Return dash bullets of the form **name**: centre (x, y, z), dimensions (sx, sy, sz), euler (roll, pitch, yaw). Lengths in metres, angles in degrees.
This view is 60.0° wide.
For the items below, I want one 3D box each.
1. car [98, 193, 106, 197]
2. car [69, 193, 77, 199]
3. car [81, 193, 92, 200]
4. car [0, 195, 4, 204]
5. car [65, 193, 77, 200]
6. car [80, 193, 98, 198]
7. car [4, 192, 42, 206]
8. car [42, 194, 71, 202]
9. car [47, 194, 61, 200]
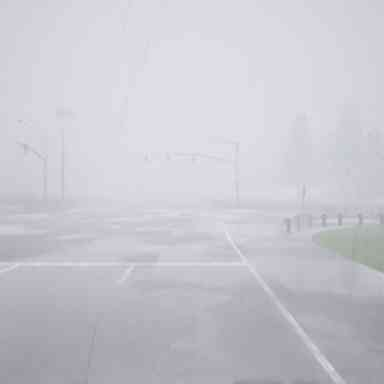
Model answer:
- **car**: centre (-22.497, 1.050, 82.810), dimensions (1.882, 1.535, 5.008), euler (0, 0, -10)
- **car**: centre (-24.686, 1.190, 65.883), dimensions (2.128, 1.511, 4.902), euler (0, 0, 0)
- **car**: centre (-25.760, 1.058, 81.314), dimensions (1.882, 1.535, 5.008), euler (0, 0, -10)
- **car**: centre (-28.219, 1.252, 48.191), dimensions (2.128, 1.511, 4.902), euler (0, 0, 0)
- **car**: centre (-29.131, 1.087, 80.177), dimensions (1.837, 1.490, 4.892), euler (0, 0, -7)
- **car**: centre (-21.191, 1.198, 67.129), dimensions (2.033, 1.411, 5.357), euler (0, 0, 0)
- **car**: centre (-24.723, 0.977, 48.935), dimensions (2.150, 2.045, 5.566), euler (0, 0, 0)
- **car**: centre (-21.224, 1.339, 52.446), dimensions (1.895, 1.301, 4.718), euler (0, 0, 0)
- **car**: centre (-32.373, 1.192, 78.186), dimensions (1.895, 1.301, 4.718), euler (0, 0, -7)
